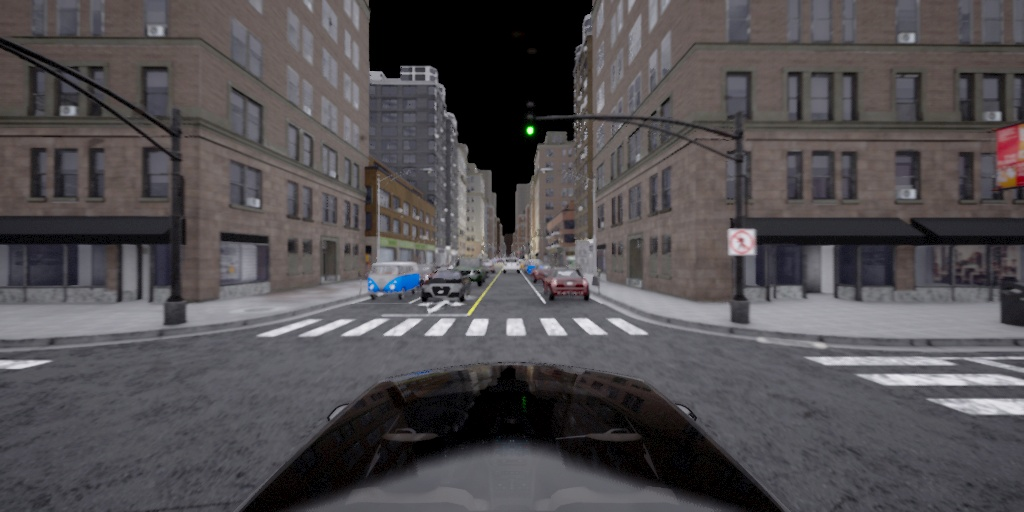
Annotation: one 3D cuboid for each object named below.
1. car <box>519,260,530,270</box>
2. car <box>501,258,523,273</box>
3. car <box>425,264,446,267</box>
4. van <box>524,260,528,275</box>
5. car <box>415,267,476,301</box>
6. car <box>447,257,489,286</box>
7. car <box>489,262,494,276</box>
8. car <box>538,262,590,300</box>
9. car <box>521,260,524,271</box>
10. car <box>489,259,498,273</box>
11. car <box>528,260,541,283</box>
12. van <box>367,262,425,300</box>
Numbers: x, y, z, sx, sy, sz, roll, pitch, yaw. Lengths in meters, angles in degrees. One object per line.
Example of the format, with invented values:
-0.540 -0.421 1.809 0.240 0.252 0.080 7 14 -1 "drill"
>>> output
2.129 1.554 64.407 1.801 1.575 5.366 0 0 0 "car"
-0.061 1.235 47.923 2.150 2.045 5.566 0 0 0 "car"
-5.926 1.321 23.854 1.967 1.591 4.097 0 0 0 "car"
2.536 1.311 40.896 1.690 1.789 3.998 0 0 0 "van"
-3.148 1.409 17.851 1.994 1.385 4.181 0 0 0 "car"
-3.178 1.120 27.161 2.150 2.045 5.566 0 0 0 "car"
-3.212 1.554 36.949 1.895 1.301 4.718 0 0 0 "car"
2.621 1.282 18.219 1.967 1.591 4.097 0 0 0 "car"
2.514 1.527 46.735 1.751 1.417 4.829 0 0 0 "car"
-3.206 1.535 47.051 1.812 1.442 4.674 0 0 0 "car"
2.578 1.347 29.557 1.967 1.591 4.097 0 0 0 "car"
-5.905 1.190 18.185 1.690 1.789 3.998 0 0 0 "van"
